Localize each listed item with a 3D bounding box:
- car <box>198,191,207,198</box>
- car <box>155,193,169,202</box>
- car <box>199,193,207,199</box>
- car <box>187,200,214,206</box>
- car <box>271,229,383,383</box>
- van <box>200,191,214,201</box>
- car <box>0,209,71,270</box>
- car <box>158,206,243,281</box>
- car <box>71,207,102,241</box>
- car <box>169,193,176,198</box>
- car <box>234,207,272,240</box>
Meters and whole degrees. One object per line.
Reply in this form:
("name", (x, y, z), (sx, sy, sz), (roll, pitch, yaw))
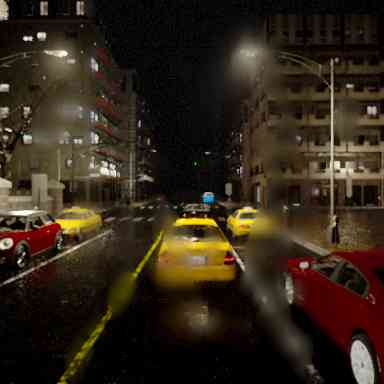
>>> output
("car", (2.682, 0.686, 88.167), (2.192, 1.841, 5.009), (1, 0, 0))
("car", (-5.696, 1.173, 59.870), (1.802, 1.307, 4.206), (1, 0, 0))
("car", (2.680, 0.968, 82.497), (2.008, 1.369, 4.403), (1, 0, 0))
("car", (0.386, 1.455, 22.582), (1.895, 1.301, 4.718), (0, 0, 4))
("car", (2.697, 1.514, 4.919), (1.887, 1.381, 4.507), (1, 0, 0))
("van", (2.689, 0.975, 54.142), (1.690, 1.788, 3.998), (1, 0, 0))
("car", (-5.683, 1.374, 10.552), (1.967, 1.590, 4.097), (1, 0, 0))
("car", (0.097, 1.396, 9.540), (1.801, 1.575, 5.366), (0, 0, 0))
("car", (-5.685, 1.424, 15.997), (1.752, 1.417, 4.829), (1, 0, 0))
("car", (-5.702, 0.952, 88.224), (1.802, 1.307, 4.206), (1, 0, 0))
("car", (2.695, 1.422, 16.322), (1.752, 1.417, 4.829), (1, 0, 0))
